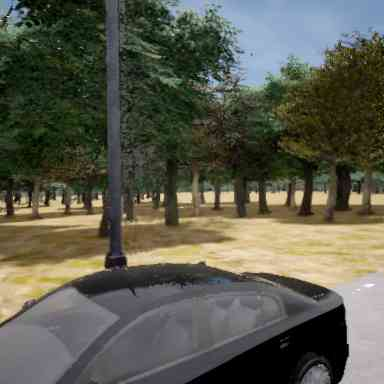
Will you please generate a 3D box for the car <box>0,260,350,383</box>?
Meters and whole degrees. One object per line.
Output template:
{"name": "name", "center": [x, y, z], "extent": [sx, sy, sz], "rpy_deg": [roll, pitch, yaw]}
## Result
{"name": "car", "center": [-0.563, 1.498, 3.042], "extent": [5.008, 1.535, 1.882], "rpy_deg": [0, -1, -36]}
